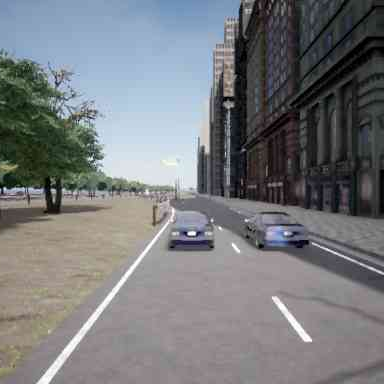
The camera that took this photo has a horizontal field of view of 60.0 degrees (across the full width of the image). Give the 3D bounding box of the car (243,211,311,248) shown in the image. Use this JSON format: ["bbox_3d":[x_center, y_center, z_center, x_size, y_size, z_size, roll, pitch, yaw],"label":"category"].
[{"bbox_3d":[3.500,1.560,14.650,2.033,1.411,5.357,0,0,0],"label":"car"}]

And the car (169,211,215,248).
[{"bbox_3d":[0.001,1.560,14.651,2.033,1.411,5.357,0,0,0],"label":"car"}]
